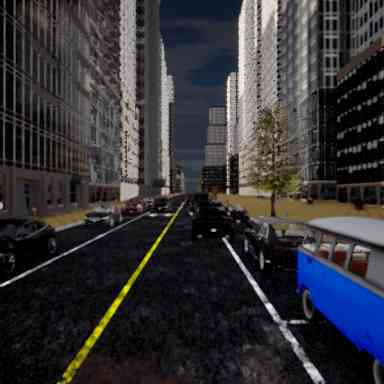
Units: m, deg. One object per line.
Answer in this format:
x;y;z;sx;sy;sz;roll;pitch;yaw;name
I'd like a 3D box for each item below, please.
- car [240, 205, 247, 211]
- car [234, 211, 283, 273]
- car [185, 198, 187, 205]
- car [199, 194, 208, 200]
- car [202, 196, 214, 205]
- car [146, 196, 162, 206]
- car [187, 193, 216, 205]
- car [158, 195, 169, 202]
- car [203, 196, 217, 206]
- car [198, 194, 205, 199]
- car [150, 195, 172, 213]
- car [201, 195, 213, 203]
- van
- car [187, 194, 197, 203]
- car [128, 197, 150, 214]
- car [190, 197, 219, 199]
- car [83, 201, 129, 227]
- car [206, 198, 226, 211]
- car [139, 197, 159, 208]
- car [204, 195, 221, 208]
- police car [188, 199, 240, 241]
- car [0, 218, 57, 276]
2.690;1.461;21.623;2.008;1.369;4.403;0;0;0;car
2.693;1.508;10.246;2.008;1.369;4.403;0;0;0;car
-0.011;1.296;51.655;1.837;1.490;4.892;0;1;0;car
2.674;1.253;78.512;1.947;1.339;4.313;0;0;0;car
2.680;1.355;55.757;1.802;1.307;4.206;0;0;0;car
-5.698;1.340;50.087;1.887;1.381;4.507;0;0;0;car
0.891;1.092;32.221;2.150;2.045;5.566;0;0;0;car
-5.703;1.274;67.155;1.887;1.381;4.507;0;0;0;car
2.682;1.340;50.068;1.887;1.381;4.507;0;0;0;car
2.671;1.170;90.060;1.752;1.417;4.829;0;0;0;car
-3.103;1.364;34.426;1.837;1.490;4.892;0;0;0;car
2.679;1.302;61.446;2.008;1.369;4.403;0;0;0;car
2.697;1.322;4.556;1.690;1.788;3.998;0;0;0;van
-0.018;1.247;63.430;1.837;1.490;4.892;0;0;0;car
-5.693;1.304;33.020;1.967;1.590;4.097;0;0;0;car
0.892;1.397;26.192;1.837;1.490;4.892;0;0;0;car
-5.691;1.461;21.642;2.008;1.369;4.403;0;0;0;car
2.685;1.392;38.690;2.008;1.369;4.403;0;0;0;car
-5.697;1.369;44.399;2.008;1.369;4.403;0;0;0;car
2.684;1.258;44.378;1.967;1.590;4.097;0;0;0;car
0.895;1.357;16.301;1.930;1.638;5.238;0;0;0;police car
-5.688;1.523;10.264;1.947;1.339;4.313;0;0;0;car
